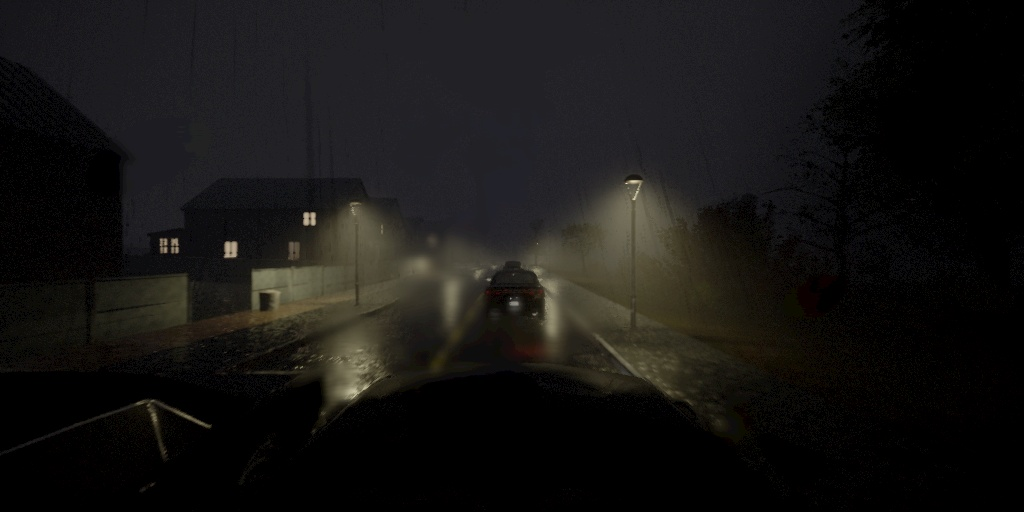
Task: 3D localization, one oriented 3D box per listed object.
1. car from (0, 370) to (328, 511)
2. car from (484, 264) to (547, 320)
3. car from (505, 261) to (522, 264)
[{"bbox_3d":[-2.750,1.352,1.315,1.895,1.301,4.718,0,0,0],"label":"car"},{"bbox_3d":[0.103,1.196,12.481,1.882,1.535,5.008,0,0,0],"label":"car"},{"bbox_3d":[0.107,1.168,30.377,1.837,1.490,4.892,0,0,0],"label":"car"}]
